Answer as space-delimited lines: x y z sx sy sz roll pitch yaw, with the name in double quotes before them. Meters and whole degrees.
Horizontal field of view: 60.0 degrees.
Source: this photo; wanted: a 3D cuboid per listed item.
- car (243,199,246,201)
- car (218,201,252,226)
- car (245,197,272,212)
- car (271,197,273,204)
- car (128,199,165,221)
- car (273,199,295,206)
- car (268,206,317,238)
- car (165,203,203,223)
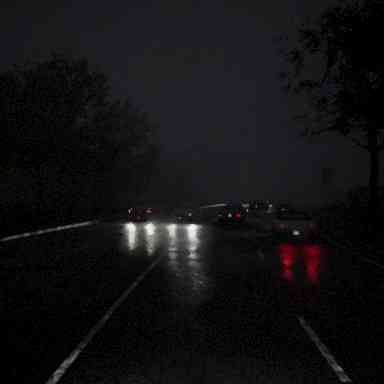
"car" 11.524 1.770 65.762 1.895 1.301 4.718 0 0 27
"car" 3.063 1.611 24.403 2.033 1.411 5.357 0 0 13
"car" 8.374 1.685 41.415 1.994 1.385 4.181 0 0 21
"car" 14.540 1.686 63.981 1.837 1.490 4.892 0 0 27
"car" -3.547 1.394 27.461 2.097 1.767 4.553 0 0 14
"car" 10.253 1.647 36.449 1.812 1.442 4.674 0 0 19
"car" 5.349 1.660 18.009 1.895 1.301 4.718 0 0 10
"car" -0.314 1.579 26.009 1.812 1.442 4.674 0 0 14
